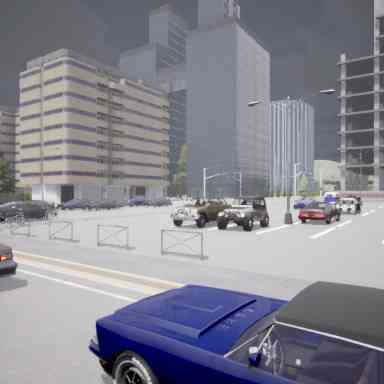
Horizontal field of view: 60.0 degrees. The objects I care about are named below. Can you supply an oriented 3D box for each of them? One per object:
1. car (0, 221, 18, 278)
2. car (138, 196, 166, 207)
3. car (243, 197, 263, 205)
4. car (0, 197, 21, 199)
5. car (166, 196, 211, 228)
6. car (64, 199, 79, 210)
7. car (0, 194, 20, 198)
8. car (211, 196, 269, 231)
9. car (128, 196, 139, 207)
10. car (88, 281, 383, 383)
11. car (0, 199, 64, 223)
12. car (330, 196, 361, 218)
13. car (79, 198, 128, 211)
[{"bbox_3d":[-6.673,1.547,8.669,5.357,1.411,2.033,0,0,35],"label":"car"},{"bbox_3d":[-5.142,1.547,50.141,2.033,1.411,5.357,0,0,34],"label":"car"},{"bbox_3d":[11.402,1.601,61.912,1.895,1.301,4.718,0,0,35],"label":"car"},{"bbox_3d":[-16.264,1.526,33.553,1.812,1.442,4.674,0,0,34],"label":"car"},{"bbox_3d":[0.694,1.153,20.908,1.932,1.855,4.605,0,0,34],"label":"car"},{"bbox_3d":[-14.502,1.547,42.500,2.033,1.411,5.357,0,0,34],"label":"car"},{"bbox_3d":[-20.212,1.222,33.991,2.150,2.045,5.566,0,0,34],"label":"car"},{"bbox_3d":[3.062,1.156,19.242,1.905,1.878,3.866,0,0,34],"label":"car"},{"bbox_3d":[-8.826,1.352,50.896,2.097,1.767,4.553,0,0,35],"label":"car"},{"bbox_3d":[1.172,1.601,3.153,4.718,1.301,1.895,0,0,35],"label":"car"},{"bbox_3d":[-12.816,1.505,25.772,1.837,1.490,4.892,0,0,34],"label":"car"},{"bbox_3d":[15.086,1.395,32.197,1.970,1.475,3.806,0,0,34],"label":"car"},{"bbox_3d":[-10.934,1.547,41.525,2.033,1.411,5.357,0,0,34],"label":"car"}]
